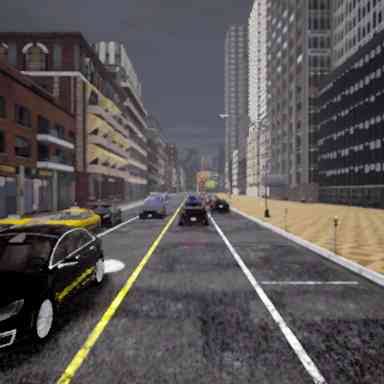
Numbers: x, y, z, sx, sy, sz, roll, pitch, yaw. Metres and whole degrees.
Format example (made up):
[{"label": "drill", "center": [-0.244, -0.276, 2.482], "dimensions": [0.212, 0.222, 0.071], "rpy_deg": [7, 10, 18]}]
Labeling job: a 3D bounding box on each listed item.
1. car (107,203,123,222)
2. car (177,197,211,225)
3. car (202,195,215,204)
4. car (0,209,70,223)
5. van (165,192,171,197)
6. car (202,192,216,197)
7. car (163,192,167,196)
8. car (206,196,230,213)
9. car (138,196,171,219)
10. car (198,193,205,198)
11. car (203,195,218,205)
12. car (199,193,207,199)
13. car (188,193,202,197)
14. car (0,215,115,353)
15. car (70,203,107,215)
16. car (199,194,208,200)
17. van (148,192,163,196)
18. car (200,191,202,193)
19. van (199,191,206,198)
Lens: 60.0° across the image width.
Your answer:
[{"label": "car", "center": [-5.689, 1.406, 21.637], "dimensions": [1.947, 1.339, 4.313], "rpy_deg": [0, 0, 0]}, {"label": "car", "center": [0.094, 1.342, 22.223], "dimensions": [1.837, 1.490, 4.892], "rpy_deg": [0, 1, 0]}, {"label": "car", "center": [2.690, 1.171, 54.775], "dimensions": [2.008, 1.369, 4.403], "rpy_deg": [0, 0, 0]}, {"label": "car", "center": [-5.687, 1.447, 10.422], "dimensions": [1.752, 1.417, 4.829], "rpy_deg": [0, 0, 0]}, {"label": "van", "center": [-5.691, 0.891, 65.818], "dimensions": [1.690, 1.788, 3.998], "rpy_deg": [0, 0, 0]}, {"label": "car", "center": [2.691, 1.132, 43.728], "dimensions": [1.967, 1.590, 4.097], "rpy_deg": [0, 0, 0]}, {"label": "car", "center": [-5.691, 1.165, 54.775], "dimensions": [1.887, 1.381, 4.507], "rpy_deg": [0, 0, 0]}, {"label": "car", "center": [2.691, 1.330, 32.683], "dimensions": [1.947, 1.339, 4.313], "rpy_deg": [0, 0, 0]}, {"label": "car", "center": [-3.101, 1.349, 27.142], "dimensions": [2.033, 1.411, 5.357], "rpy_deg": [0, 0, 0]}, {"label": "car", "center": [2.687, 0.942, 93.433], "dimensions": [2.008, 1.369, 4.403], "rpy_deg": [0, 0, 0]}, {"label": "car", "center": [2.690, 1.206, 49.251], "dimensions": [2.008, 1.369, 4.403], "rpy_deg": [0, 0, 0]}, {"label": "car", "center": [2.688, 0.997, 82.388], "dimensions": [1.887, 1.381, 4.507], "rpy_deg": [0, 0, 0]}, {"label": "car", "center": [0.098, 1.201, 46.178], "dimensions": [1.812, 1.442, 4.674], "rpy_deg": [0, 0, 0]}, {"label": "car", "center": [-3.055, 1.455, 6.389], "dimensions": [1.837, 1.490, 4.892], "rpy_deg": [0, 1, 0]}, {"label": "car", "center": [-5.688, 1.406, 15.945], "dimensions": [1.752, 1.417, 4.829], "rpy_deg": [0, 0, 0]}, {"label": "car", "center": [2.688, 1.050, 76.865], "dimensions": [1.947, 1.339, 4.313], "rpy_deg": [0, 0, 0]}, {"label": "van", "center": [-5.690, 0.997, 49.251], "dimensions": [1.690, 1.788, 3.998], "rpy_deg": [0, 0, 0]}, {"label": "car", "center": [2.689, 0.990, 65.818], "dimensions": [1.967, 1.590, 4.097], "rpy_deg": [0, 0, 0]}, {"label": "van", "center": [2.688, 0.763, 87.910], "dimensions": [1.690, 1.788, 3.998], "rpy_deg": [0, 0, 0]}]
